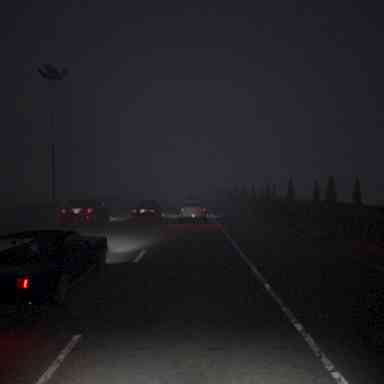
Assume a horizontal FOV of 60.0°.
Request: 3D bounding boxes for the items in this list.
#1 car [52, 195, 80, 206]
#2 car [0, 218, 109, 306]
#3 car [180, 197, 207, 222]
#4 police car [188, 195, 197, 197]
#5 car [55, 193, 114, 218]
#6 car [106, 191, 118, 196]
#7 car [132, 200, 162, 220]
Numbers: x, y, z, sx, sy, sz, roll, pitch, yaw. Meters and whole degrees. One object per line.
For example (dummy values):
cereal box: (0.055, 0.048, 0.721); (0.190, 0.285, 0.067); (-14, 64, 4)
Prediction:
car: (-17.724, 1.189, 47.188); (2.033, 1.411, 5.357); (0, 0, -1)
car: (-3.401, 1.541, 7.804); (1.895, 1.301, 4.718); (0, 0, 0)
car: (0.096, 1.339, 24.477); (1.812, 1.442, 4.674); (0, 0, 0)
police car: (0.000, 1.190, 41.306); (2.038, 1.542, 4.974); (0, 0, -1)
car: (-6.903, 1.184, 21.975); (2.097, 1.767, 4.553); (0, 0, 0)
car: (-14.568, 0.555, 59.801); (2.097, 1.767, 4.553); (0, 0, -2)
car: (-3.404, 1.351, 25.782); (2.033, 1.411, 5.357); (0, 0, 0)
